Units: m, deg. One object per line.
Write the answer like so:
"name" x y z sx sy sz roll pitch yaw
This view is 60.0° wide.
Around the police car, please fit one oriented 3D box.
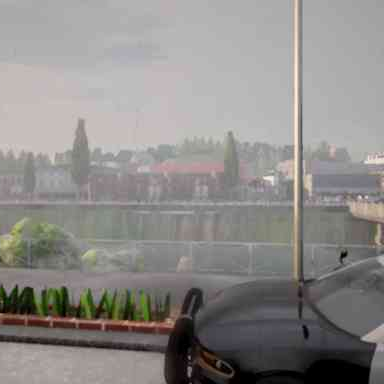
"police car" 2.362 1.374 3.402 5.238 1.638 1.930 0 4 8
